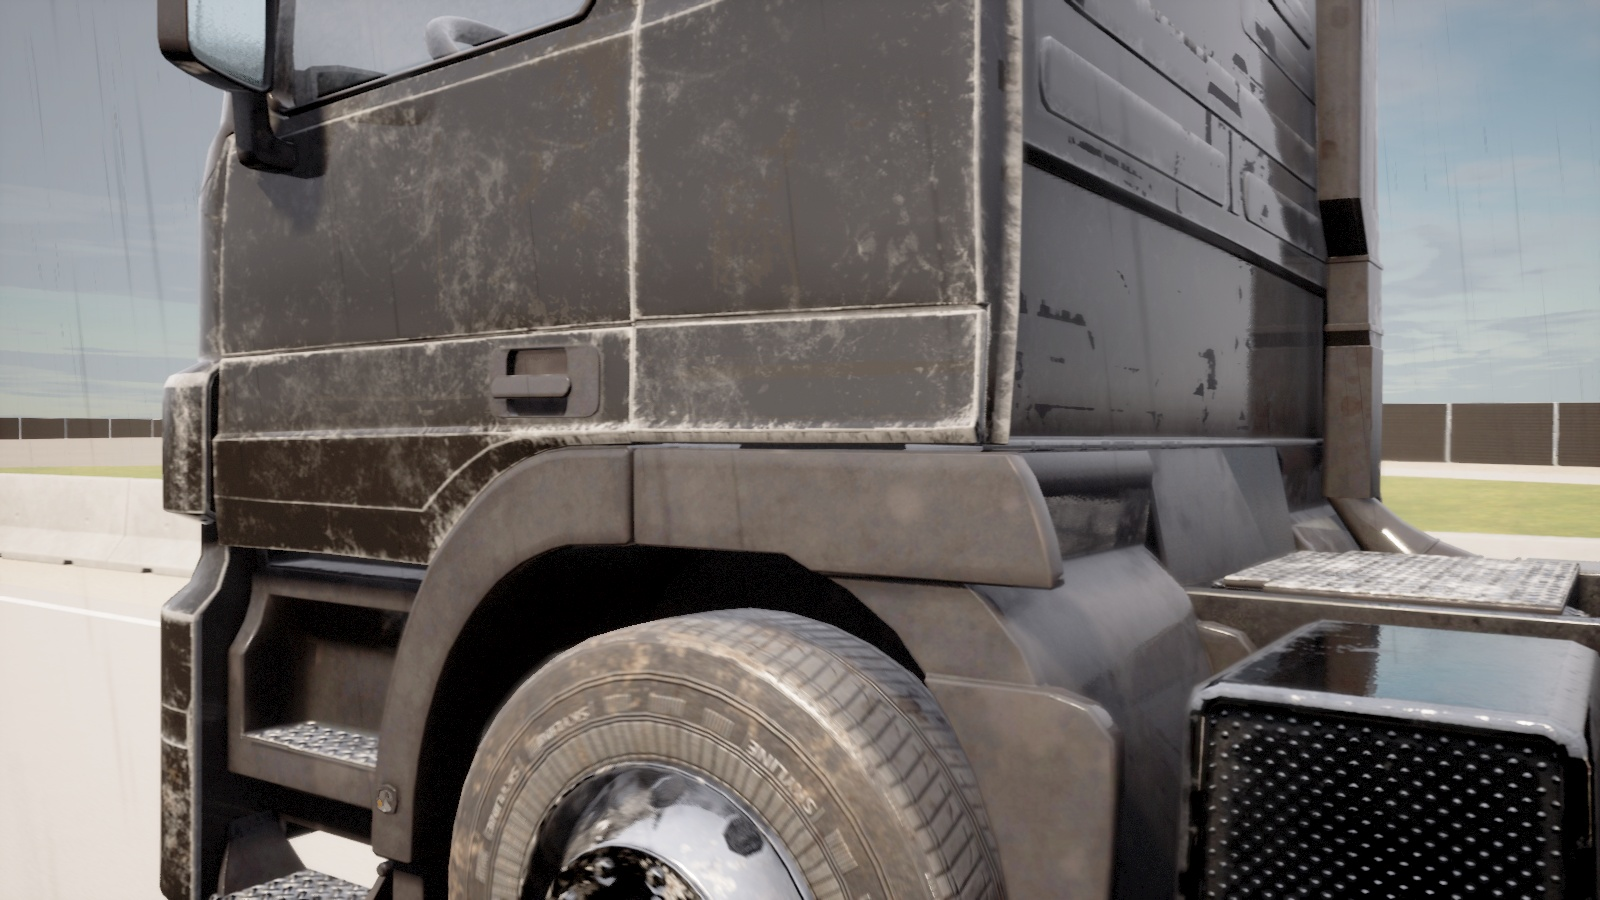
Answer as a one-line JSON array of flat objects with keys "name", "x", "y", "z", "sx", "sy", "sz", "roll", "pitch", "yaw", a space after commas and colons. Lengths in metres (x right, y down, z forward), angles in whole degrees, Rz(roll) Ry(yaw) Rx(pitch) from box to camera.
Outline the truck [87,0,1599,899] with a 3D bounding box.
[{"name": "truck", "x": 2.421, "y": -0.300, "z": 1.996, "sx": 7.936, "sy": 3.462, "sz": 2.891, "roll": 0, "pitch": 1, "yaw": 34}]
